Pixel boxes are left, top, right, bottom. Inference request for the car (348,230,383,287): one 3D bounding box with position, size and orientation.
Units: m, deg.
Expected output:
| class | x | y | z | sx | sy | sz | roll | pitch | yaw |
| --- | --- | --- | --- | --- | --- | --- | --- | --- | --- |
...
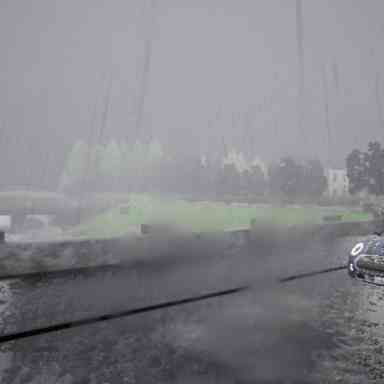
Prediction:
| class | x | y | z | sx | sy | sz | roll | pitch | yaw |
| --- | --- | --- | --- | --- | --- | --- | --- | --- | --- |
| car | 6.231 | 1.482 | 8.899 | 4.553 | 1.767 | 2.097 | 1 | 0 | -34 |
